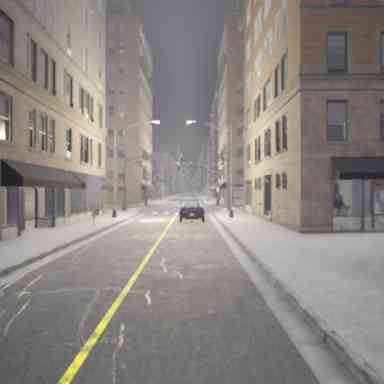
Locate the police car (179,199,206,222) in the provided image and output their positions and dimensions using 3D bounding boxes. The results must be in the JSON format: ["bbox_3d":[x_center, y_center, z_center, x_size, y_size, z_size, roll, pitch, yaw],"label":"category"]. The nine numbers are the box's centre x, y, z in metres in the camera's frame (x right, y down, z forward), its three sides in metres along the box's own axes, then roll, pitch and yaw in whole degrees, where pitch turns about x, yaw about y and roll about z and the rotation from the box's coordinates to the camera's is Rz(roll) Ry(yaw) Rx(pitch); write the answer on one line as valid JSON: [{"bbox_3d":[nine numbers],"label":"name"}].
[{"bbox_3d":[0.007,1.352,25.405,1.930,1.638,5.238,0,0,0],"label":"police car"}]
